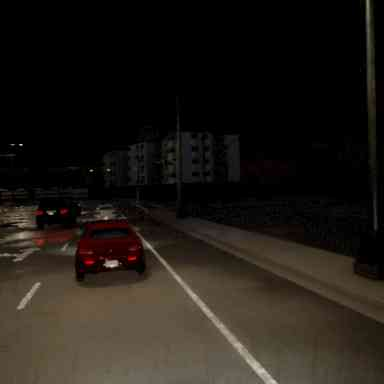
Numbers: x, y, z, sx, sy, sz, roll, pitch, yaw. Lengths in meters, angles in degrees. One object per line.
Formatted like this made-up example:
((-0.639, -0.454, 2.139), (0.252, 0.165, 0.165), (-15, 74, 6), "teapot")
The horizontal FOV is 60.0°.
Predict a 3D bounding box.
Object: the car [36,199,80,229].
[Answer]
((-10.078, 1.547, 24.955), (2.150, 2.045, 5.566), (-2, 0, -13), "car")

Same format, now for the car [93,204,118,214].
((-6.930, 1.725, 26.742), (1.812, 1.442, 4.674), (-2, 0, -15), "car")

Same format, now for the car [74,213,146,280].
((-2.556, 1.604, 10.344), (1.812, 1.442, 4.674), (-2, 0, -15), "car")
